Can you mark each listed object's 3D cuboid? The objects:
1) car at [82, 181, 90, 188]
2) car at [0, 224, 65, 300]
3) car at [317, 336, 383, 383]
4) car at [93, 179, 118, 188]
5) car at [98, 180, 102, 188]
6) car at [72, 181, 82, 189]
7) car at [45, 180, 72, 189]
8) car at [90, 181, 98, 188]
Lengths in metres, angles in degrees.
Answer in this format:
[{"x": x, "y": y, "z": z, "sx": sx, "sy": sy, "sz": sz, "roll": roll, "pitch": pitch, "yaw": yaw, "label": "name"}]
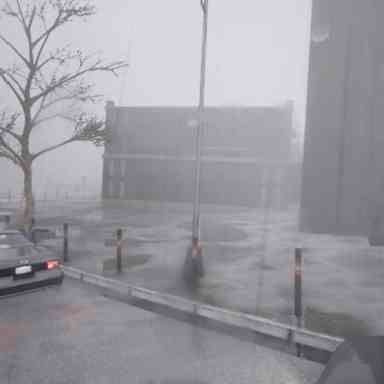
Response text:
[{"x": -25.222, "y": -1.533, "z": 71.749, "sx": 4.674, "sy": 1.452, "sz": 2.002, "roll": 3, "pitch": 3, "yaw": 21, "label": "car"}, {"x": -5.139, "y": 1.474, "z": 7.889, "sx": 5.357, "sy": 1.411, "sz": 2.033, "roll": 1, "pitch": 1, "yaw": 39, "label": "car"}, {"x": 3.293, "y": 1.543, "z": 1.447, "sx": 5.357, "sy": 1.411, "sz": 2.033, "roll": 0, "pitch": 0, "yaw": 35, "label": "car"}, {"x": -21.320, "y": -2.122, "z": 82.056, "sx": 5.566, "sy": 2.045, "sz": 2.435, "roll": 3, "pitch": 3, "yaw": 21, "label": "car"}, {"x": -23.268, "y": -1.716, "z": 76.908, "sx": 4.892, "sy": 1.521, "sz": 2.231, "roll": 3, "pitch": 3, "yaw": 21, "label": "car"}, {"x": -26.207, "y": -1.504, "z": 69.175, "sx": 5.008, "sy": 1.535, "sz": 2.097, "roll": 3, "pitch": 3, "yaw": 21, "label": "car"}, {"x": -27.148, "y": -1.561, "z": 66.575, "sx": 4.553, "sy": 1.767, "sz": 2.185, "roll": 3, "pitch": 3, "yaw": 21, "label": "car"}, {"x": -24.209, "y": -1.767, "z": 74.308, "sx": 4.553, "sy": 1.767, "sz": 2.185, "roll": 3, "pitch": 3, "yaw": 21, "label": "car"}]
